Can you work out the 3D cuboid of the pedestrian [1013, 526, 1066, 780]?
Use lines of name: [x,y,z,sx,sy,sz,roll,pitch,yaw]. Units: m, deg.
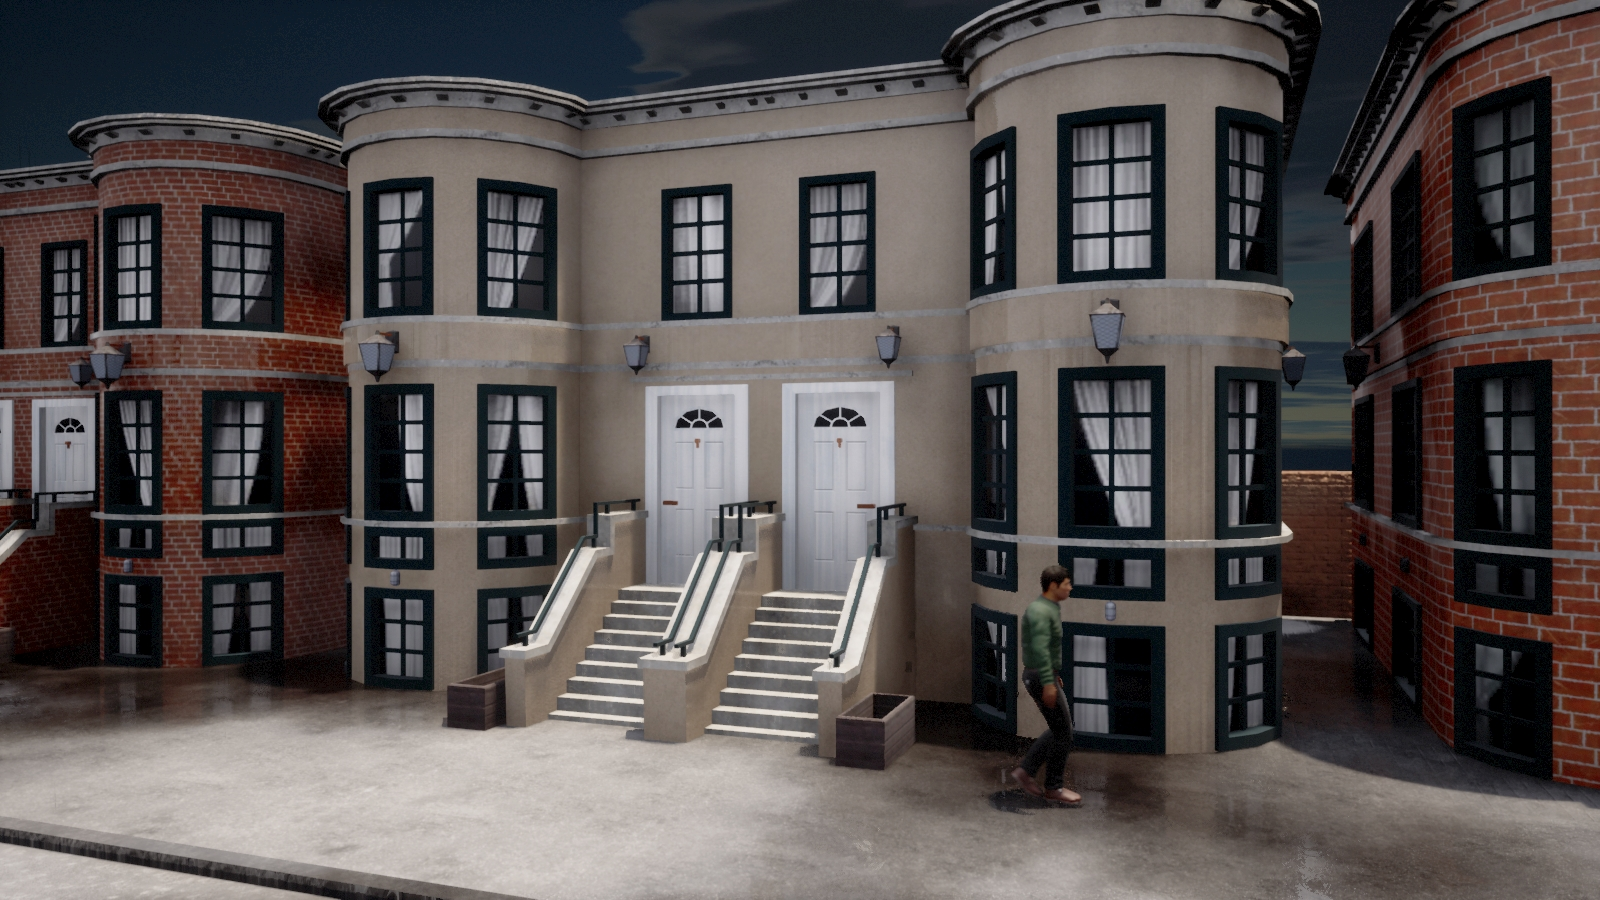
pedestrian: [1.820,1.525,8.709,0.375,1.860,0.375,0,0,9]
